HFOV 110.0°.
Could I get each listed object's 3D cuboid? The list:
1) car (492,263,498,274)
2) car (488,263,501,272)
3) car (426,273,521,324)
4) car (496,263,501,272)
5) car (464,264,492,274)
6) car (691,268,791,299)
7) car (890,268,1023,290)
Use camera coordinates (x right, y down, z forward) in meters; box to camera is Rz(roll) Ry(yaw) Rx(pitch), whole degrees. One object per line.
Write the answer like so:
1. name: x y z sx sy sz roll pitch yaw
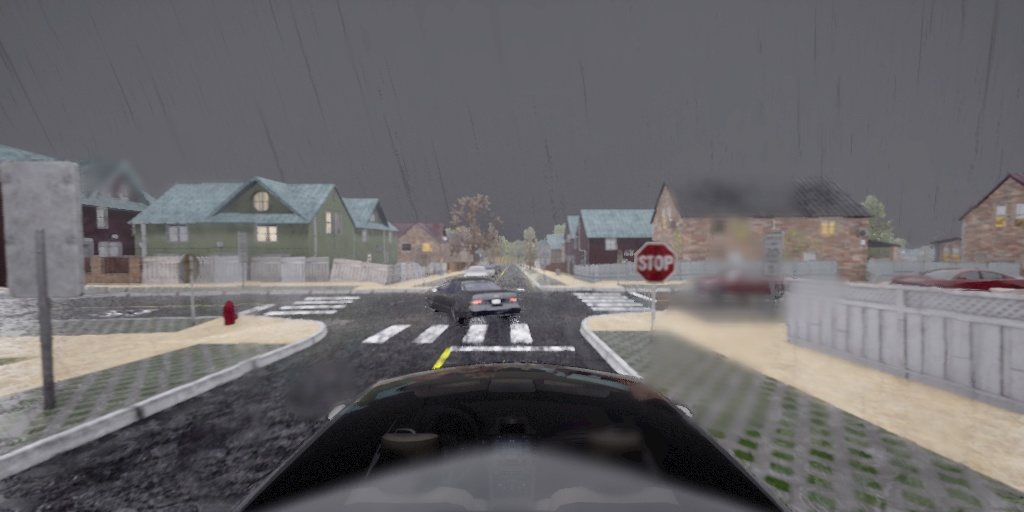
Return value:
1. car: -2.843 1.699 38.070 1.895 1.301 4.718 0 -1 0
2. car: -2.796 1.900 58.290 1.994 1.385 4.181 0 -1 0
3. car: -1.622 1.482 12.984 2.033 1.411 5.357 0 -2 -27
4. car: -2.840 1.758 47.859 2.033 1.411 5.357 0 -1 0
5. car: -2.808 1.525 28.859 1.812 1.442 4.674 0 -1 -2
6. car: 11.676 1.349 18.276 4.674 1.442 1.812 0 2 2
7. car: 21.787 1.330 17.604 5.008 1.535 1.882 0 2 6
